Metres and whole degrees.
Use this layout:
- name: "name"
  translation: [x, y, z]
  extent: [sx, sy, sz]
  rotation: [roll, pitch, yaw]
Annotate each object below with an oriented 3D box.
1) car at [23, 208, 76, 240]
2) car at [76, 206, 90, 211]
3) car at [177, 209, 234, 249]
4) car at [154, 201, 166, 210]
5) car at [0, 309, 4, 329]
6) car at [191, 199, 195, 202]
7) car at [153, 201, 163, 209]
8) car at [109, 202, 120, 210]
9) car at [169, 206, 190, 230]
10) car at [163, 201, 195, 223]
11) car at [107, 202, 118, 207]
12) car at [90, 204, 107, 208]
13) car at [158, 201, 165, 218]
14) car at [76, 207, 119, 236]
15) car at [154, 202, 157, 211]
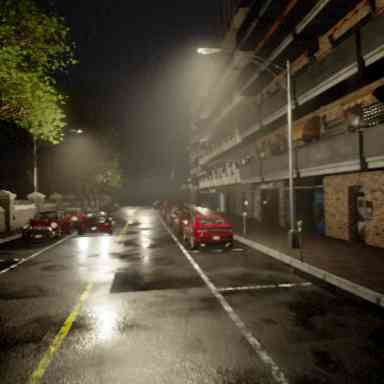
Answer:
- name: "car"
  translation: [-8.469, 1.861, 19.701]
  extent: [1.967, 1.590, 4.097]
  rotation: [-1, -1, -8]
- name: "car"
  translation: [-9.279, 1.947, 25.270]
  extent: [1.967, 1.590, 4.097]
  rotation: [-1, -1, -8]
- name: "car"
  translation: [0.635, 1.713, 15.336]
  extent: [1.887, 1.381, 4.507]
  rotation: [-1, -1, -8]
- name: "car"
  translation: [-5.844, 2.426, 59.904]
  extent: [1.947, 1.339, 4.313]
  rotation: [-1, -1, -8]
- name: "car"
  translation: [-3.341, 1.651, 2.471]
  extent: [2.033, 1.411, 5.357]
  rotation: [-1, -1, -8]
- name: "car"
  translation: [1.264, 2.736, 93.903]
  extent: [5.009, 1.841, 2.192]
  rotation: [0, -2, -8]
- name: "car"
  translation: [-6.680, 2.478, 65.645]
  extent: [1.752, 1.417, 4.829]
  rotation: [-1, -1, -8]
- name: "car"
  translation: [-14.922, 2.641, 64.099]
  extent: [1.752, 1.417, 4.829]
  rotation: [-1, -1, -8]
- name: "car"
  translation: [-0.175, 1.797, 20.908]
  extent: [1.887, 1.381, 4.507]
  rotation: [-1, -1, -8]
- name: "car"
  translation: [-0.987, 1.778, 26.479]
  extent: [1.967, 1.590, 4.097]
  rotation: [-1, -1, -8]
- name: "car"
  translation: [-13.302, 2.462, 52.957]
  extent: [1.752, 1.417, 4.829]
  rotation: [-1, -1, -8]
- name: "car"
  translation: [-10.896, 2.228, 36.412]
  extent: [2.008, 1.369, 4.403]
  rotation: [-1, -1, -8]
- name: "car"
  translation: [-1.801, 1.739, 32.051]
  extent: [2.192, 1.841, 5.009]
  rotation: [-1, -1, -8]
- name: "car"
  translation: [-5.977, 1.948, 21.233]
  extent: [1.994, 1.385, 4.181]
  rotation: [-1, -1, -9]
- name: "car"
  translation: [-5.037, 2.211, 54.334]
  extent: [1.967, 1.590, 4.097]
  rotation: [-1, -1, -8]
